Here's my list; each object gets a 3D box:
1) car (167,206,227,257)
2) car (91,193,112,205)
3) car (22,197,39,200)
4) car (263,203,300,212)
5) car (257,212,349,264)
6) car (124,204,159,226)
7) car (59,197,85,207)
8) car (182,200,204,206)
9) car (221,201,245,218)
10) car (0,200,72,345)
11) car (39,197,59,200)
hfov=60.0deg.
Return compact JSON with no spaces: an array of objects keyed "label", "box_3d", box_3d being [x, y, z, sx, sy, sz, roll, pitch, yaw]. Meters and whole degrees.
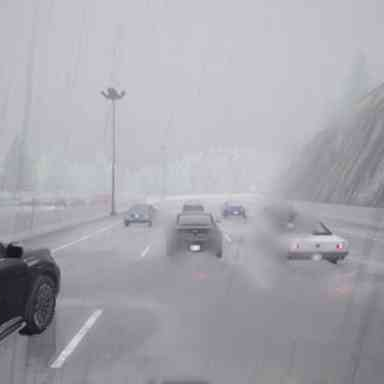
[{"label":"car","box_3d":[0.098,1.495,12.862,1.837,1.490,4.892,0,0,0]},{"label":"car","box_3d":[-13.994,1.184,51.964,2.150,2.045,5.566,0,0,1]},{"label":"car","box_3d":[-24.510,1.489,50.257,1.812,1.442,4.674,0,0,1]},{"label":"car","box_3d":[7.096,1.580,26.928,1.895,1.301,4.718,0,0,0]},{"label":"car","box_3d":[3.599,1.592,11.817,1.895,1.301,4.718,0,0,0]},{"label":"car","box_3d":[-3.403,1.531,23.038,2.033,1.411,5.357,0,0,0]},{"label":"car","box_3d":[-17.523,1.455,49.822,2.128,1.511,4.902,0,0,1]},{"label":"car","box_3d":[0.096,1.455,30.063,1.882,1.535,5.008,0,0,0]},{"label":"car","box_3d":[3.582,1.503,29.551,1.812,1.442,4.674,0,0,0]},{"label":"car","box_3d":[-3.405,1.219,3.544,2.150,2.045,5.566,0,0,0]},{"label":"car","box_3d":[-20.993,1.510,51.340,2.033,1.411,5.357,0,0,1]}]
